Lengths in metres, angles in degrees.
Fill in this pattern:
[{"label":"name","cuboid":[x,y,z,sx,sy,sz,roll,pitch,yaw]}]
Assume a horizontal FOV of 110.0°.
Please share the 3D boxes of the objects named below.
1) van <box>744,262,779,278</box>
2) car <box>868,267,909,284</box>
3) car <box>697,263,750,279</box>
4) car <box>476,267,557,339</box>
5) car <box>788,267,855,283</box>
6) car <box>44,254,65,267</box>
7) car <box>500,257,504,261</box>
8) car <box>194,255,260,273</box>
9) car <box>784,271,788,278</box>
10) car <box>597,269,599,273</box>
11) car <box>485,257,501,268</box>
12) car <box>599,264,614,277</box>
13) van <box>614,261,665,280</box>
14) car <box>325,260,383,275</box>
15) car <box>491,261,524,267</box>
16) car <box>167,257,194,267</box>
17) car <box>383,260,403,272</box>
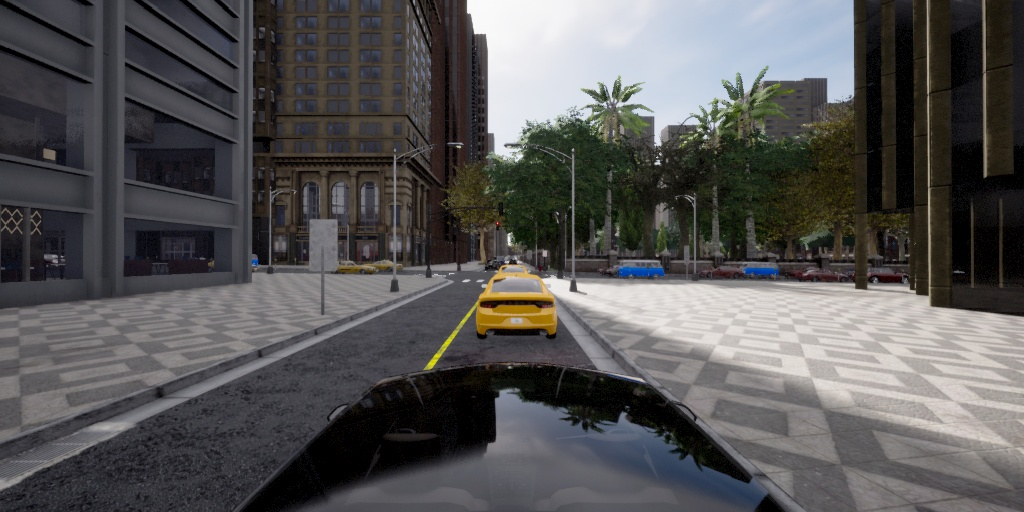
[{"label":"van","cuboid":[28.568,1.636,41.598,3.998,1.789,1.690,0,0,0]},{"label":"car","cuboid":[34.047,1.778,33.036,4.097,1.591,1.967,0,0,0]},{"label":"car","cuboid":[22.615,1.708,38.976,4.674,1.442,1.812,1,0,0]},{"label":"car","cuboid":[0.115,1.229,10.136,1.882,1.535,5.008,0,0,0]},{"label":"car","cuboid":[28.523,1.829,33.072,4.207,1.307,1.802,0,0,0]},{"label":"car","cuboid":[-43.486,0.506,33.545,4.097,1.591,1.967,0,0,0]},{"label":"car","cuboid":[-2.901,1.361,62.814,1.812,1.442,4.674,0,0,0]},{"label":"car","cuboid":[-26.304,0.866,33.433,4.829,1.417,1.751,0,0,0]},{"label":"car","cuboid":[34.091,1.932,41.562,4.507,1.381,1.888,0,0,0]},{"label":"car","cuboid":[11.998,1.604,41.707,4.207,1.307,1.802,0,0,0]},{"label":"car","cuboid":[-2.953,1.311,52.713,1.837,1.490,4.892,0,0,0]},{"label":"car","cuboid":[12.655,1.565,39.041,5.357,1.411,2.033,1,0,0]},{"label":"van","cuboid":[11.953,1.314,33.181,3.998,1.789,1.690,0,0,0]},{"label":"car","cuboid":[-14.964,1.051,33.358,4.829,1.417,1.751,0,0,0]},{"label":"car","cuboid":[0.049,1.234,20.197,1.882,1.535,5.008,0,0,0]},{"label":"car","cuboid":[-37.767,0.772,42.033,4.313,1.339,1.948,0,0,0]},{"label":"car","cuboid":[-15.258,1.100,41.885,4.829,1.417,1.751,0,0,0]}]
